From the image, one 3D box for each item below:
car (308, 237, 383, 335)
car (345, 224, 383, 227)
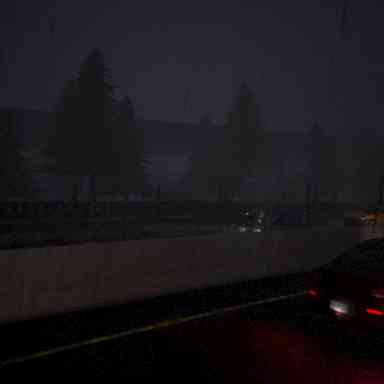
[{"bbox_3d":[4.185,1.590,6.256,4.674,1.442,1.812,1,0,-32],"label":"car"},{"bbox_3d":[12.419,1.686,22.377,5.008,1.535,1.882,1,0,-23],"label":"car"}]
